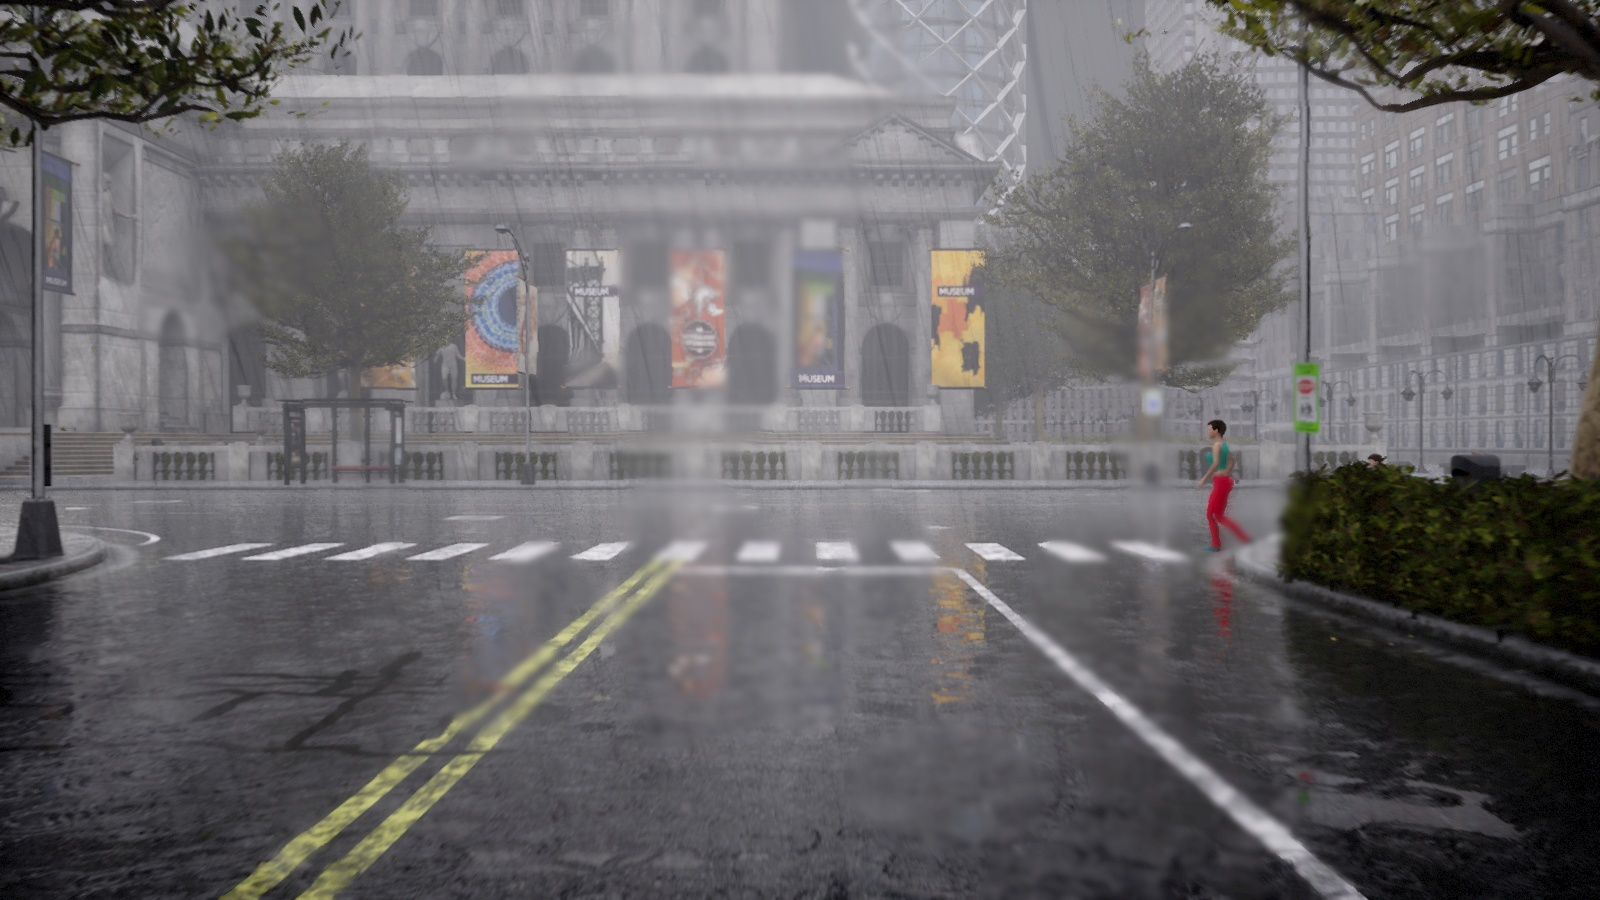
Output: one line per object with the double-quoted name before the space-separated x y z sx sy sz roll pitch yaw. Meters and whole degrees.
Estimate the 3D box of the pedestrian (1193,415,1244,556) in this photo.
"pedestrian" 5.568 0.464 16.704 0.594 1.836 0.345 0 0 25
